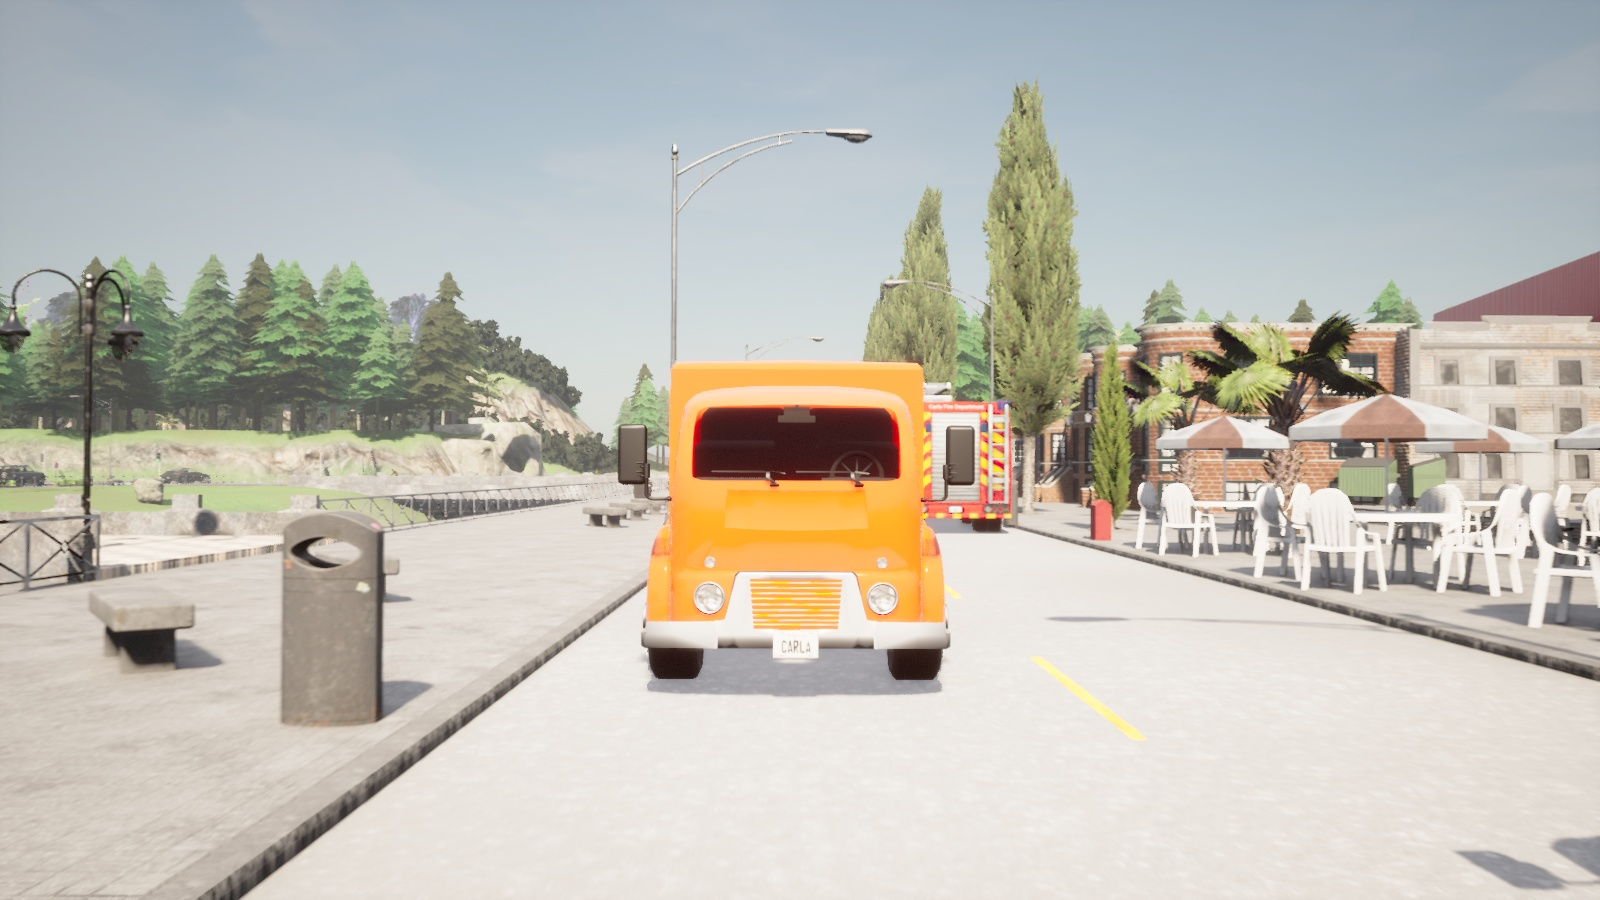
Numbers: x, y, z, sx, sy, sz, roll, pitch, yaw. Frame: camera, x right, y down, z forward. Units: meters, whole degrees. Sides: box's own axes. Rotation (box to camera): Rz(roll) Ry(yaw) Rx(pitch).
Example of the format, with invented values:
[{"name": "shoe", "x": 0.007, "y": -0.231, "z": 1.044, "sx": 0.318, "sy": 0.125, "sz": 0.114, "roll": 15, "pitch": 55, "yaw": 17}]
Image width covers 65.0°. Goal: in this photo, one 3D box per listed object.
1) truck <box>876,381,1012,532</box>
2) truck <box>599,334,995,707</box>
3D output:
[{"name": "truck", "x": 3.901, "y": 0.238, "z": 36.060, "sx": 2.891, "sy": 3.827, "sz": 8.468, "roll": 0, "pitch": -1, "yaw": 0}, {"name": "truck", "x": -0.031, "y": 0.511, "z": 10.958, "sx": 2.627, "sy": 2.467, "sz": 5.204, "roll": 0, "pitch": -1, "yaw": 0}]
